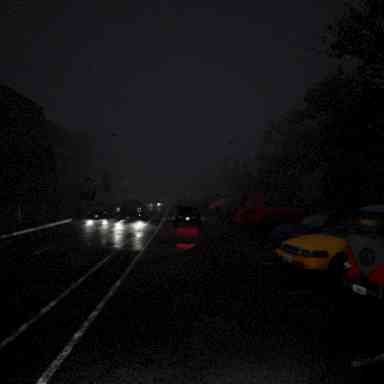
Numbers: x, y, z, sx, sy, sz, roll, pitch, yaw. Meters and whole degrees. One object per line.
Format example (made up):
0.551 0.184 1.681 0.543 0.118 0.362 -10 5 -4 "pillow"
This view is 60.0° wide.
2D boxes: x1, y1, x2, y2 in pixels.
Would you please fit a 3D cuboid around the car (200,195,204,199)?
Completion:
4.028 1.476 42.583 5.008 1.535 2.097 1 0 -24 "car"

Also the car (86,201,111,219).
-7.696 1.532 29.058 2.033 1.411 5.357 0 0 -2 "car"

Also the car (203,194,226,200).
4.159 1.344 39.613 4.553 1.767 2.185 1 0 -23 "car"

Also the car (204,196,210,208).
4.341 1.466 36.654 5.008 1.535 2.097 1 0 -23 "car"

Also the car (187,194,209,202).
1.353 1.343 75.157 4.553 1.767 2.185 0 1 -26 "car"

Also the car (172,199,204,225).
-0.364 1.479 24.102 1.837 1.490 4.892 0 0 -2 "car"

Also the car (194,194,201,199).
3.449 1.497 51.476 5.008 1.535 2.097 1 0 -24 "car"

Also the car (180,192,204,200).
0.041 1.000 86.968 5.566 2.045 2.435 0 2 -27 "car"

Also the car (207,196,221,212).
4.464 1.492 33.673 4.792 1.488 2.163 1 0 -23 "car"

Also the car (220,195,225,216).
4.829 1.332 24.772 4.553 1.767 2.185 1 0 -22 "car"

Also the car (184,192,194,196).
1.993 1.267 69.267 5.566 2.045 2.435 1 0 -26 "car"

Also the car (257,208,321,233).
5.181 1.504 12.899 4.674 1.452 2.002 1 0 -21 "car"

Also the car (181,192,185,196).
1.047 1.177 78.110 5.566 2.045 2.435 0 1 -26 "car"

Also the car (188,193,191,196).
2.250 1.529 66.288 4.892 1.521 2.231 1 1 -25 "car"

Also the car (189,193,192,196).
2.499 1.526 63.329 5.008 1.535 2.097 1 0 -25 "car"

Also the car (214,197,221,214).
4.759 1.460 27.745 4.892 1.521 2.231 1 0 -22 "car"

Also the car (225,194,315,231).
5.073 1.208 18.854 5.566 2.045 2.435 1 0 -22 "car"

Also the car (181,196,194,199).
-1.206 1.558 42.069 1.994 1.385 4.181 0 0 -3 "car"

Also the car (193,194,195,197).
3.216 1.504 54.445 5.008 1.535 2.097 1 -1 -24 "car"

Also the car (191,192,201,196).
2.785 1.394 60.376 4.553 1.767 2.185 1 0 -25 "car"

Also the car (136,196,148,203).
-10.387 1.573 69.415 2.033 1.411 5.357 0 0 -6 "car"

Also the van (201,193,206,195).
3.947 1.257 45.605 4.442 1.987 1.878 1 0 -24 "van"

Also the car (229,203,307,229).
4.961 1.498 21.807 4.674 1.452 2.002 1 0 -22 "car"

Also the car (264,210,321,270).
5.057 1.463 9.862 5.366 1.575 1.946 1 0 -21 "car"

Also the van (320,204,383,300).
5.164 1.246 6.914 4.442 1.987 1.878 1 0 -21 "van"

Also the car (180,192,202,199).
-0.270 0.933 89.953 5.566 2.045 2.435 0 1 -27 "car"

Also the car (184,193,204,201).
0.438 1.193 84.052 4.553 1.767 2.185 0 2 -27 "car"

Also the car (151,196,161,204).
-7.366 1.576 67.208 1.812 1.442 4.674 0 0 -5 "car"

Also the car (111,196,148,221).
-4.815 1.332 26.858 2.097 1.767 4.553 0 0 -2 "car"
